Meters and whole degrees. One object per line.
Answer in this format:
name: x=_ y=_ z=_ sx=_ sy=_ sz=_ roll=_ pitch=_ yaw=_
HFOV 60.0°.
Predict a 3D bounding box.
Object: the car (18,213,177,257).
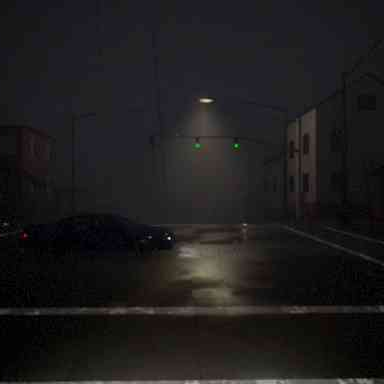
car: x=-3.349 y=1.510 z=12.229 sx=5.357 sy=1.411 sz=2.033 roll=0 pitch=0 yaw=-1
